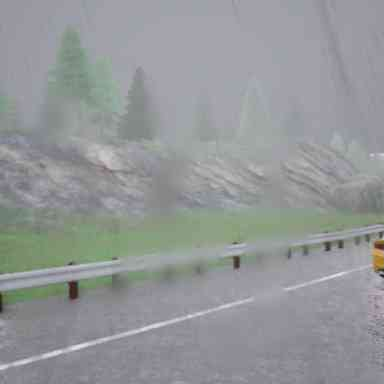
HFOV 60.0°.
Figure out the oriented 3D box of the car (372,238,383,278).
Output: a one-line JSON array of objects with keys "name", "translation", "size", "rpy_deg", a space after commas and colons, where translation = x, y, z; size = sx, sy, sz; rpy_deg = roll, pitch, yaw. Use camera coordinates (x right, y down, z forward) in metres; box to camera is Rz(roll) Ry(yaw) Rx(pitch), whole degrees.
[{"name": "car", "translation": [6.742, 1.484, 8.941], "size": [5.008, 1.535, 1.882], "rpy_deg": [0, 0, -38]}]
